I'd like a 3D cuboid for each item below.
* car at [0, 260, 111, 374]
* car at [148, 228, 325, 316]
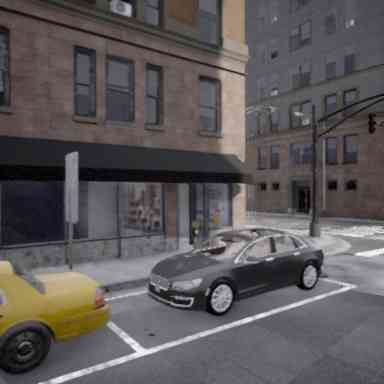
[{"bbox_3d":[-3.488,1.528,4.046,4.829,1.417,1.752,0,0,-35],"label":"car"},{"bbox_3d":[1.149,1.528,7.352,4.403,1.369,2.008,0,0,-35],"label":"car"}]
